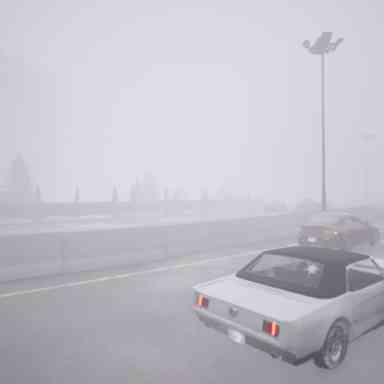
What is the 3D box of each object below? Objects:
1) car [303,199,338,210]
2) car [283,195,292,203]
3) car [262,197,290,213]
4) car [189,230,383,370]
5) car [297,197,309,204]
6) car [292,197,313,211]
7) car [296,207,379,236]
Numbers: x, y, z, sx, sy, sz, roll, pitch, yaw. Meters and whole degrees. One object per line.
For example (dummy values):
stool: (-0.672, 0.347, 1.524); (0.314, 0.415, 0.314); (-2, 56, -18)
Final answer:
car: (12.651, 1.704, 32.201); (1.994, 1.385, 4.181); (0, 0, 35)
car: (22.822, 1.723, 79.139); (2.150, 2.045, 5.566); (-1, 0, 7)
car: (10.296, 1.695, 41.297); (1.882, 1.535, 5.008); (0, -1, 31)
car: (2.321, 1.618, 5.766); (4.718, 1.301, 1.895); (0, 0, -39)
car: (26.301, 1.966, 78.736); (1.837, 1.490, 4.892); (-1, 0, 7)
car: (14.241, 1.553, 41.080); (2.097, 1.767, 4.553); (-1, -1, 30)
car: (6.067, 1.570, 13.716); (4.674, 1.442, 1.812); (0, 0, -43)
